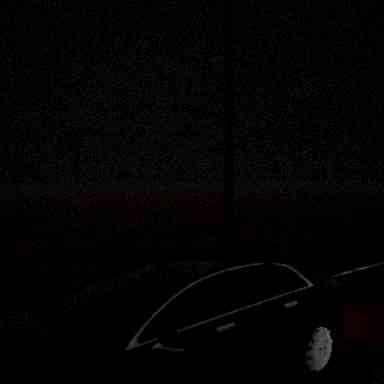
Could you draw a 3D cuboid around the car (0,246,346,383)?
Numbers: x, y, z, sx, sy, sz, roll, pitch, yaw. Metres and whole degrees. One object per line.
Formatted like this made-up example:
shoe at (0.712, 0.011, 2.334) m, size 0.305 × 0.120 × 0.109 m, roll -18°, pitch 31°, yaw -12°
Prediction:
car at (-0.134, 1.490, 3.893) m, size 4.892 × 1.490 × 1.837 m, roll 0°, pitch 0°, yaw -35°
